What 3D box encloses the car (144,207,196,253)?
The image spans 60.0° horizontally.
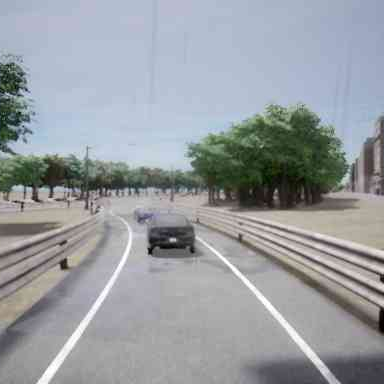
[{"bbox_3d":[-1.035,1.645,14.704,1.882,1.535,5.008,0,0,-8],"label":"car"}]

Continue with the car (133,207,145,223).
[{"bbox_3d":[-4.000,1.934,28.867,1.895,1.301,4.718,0,-1,-15],"label":"car"}]
